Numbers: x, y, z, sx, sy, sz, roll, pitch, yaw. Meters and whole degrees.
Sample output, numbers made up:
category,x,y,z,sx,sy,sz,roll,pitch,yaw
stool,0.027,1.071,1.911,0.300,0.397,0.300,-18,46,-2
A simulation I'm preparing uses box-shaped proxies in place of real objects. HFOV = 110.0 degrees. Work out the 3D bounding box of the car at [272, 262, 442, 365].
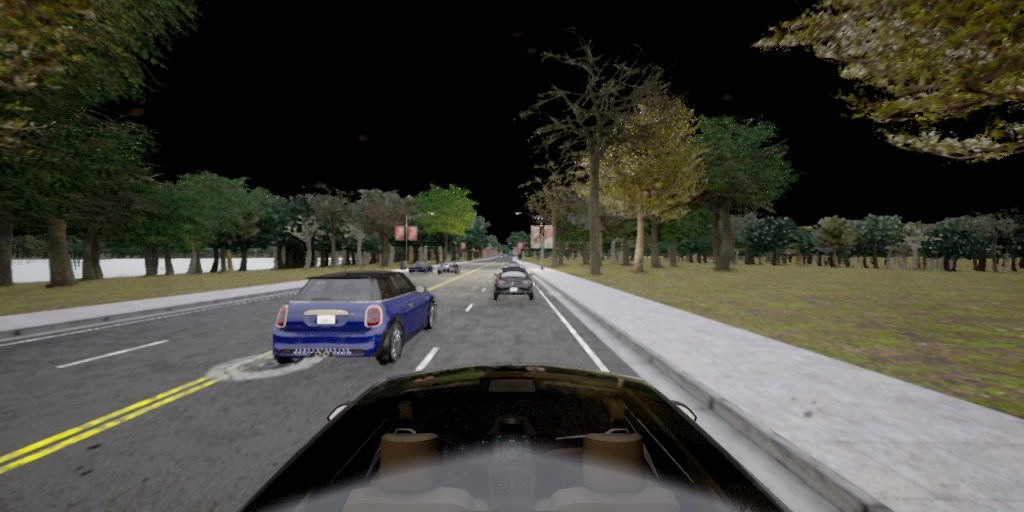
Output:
category,x,y,z,sx,sy,sz,roll,pitch,yaw
car,-3.160,1.101,8.215,2.097,1.767,4.553,0,0,0

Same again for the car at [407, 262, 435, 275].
category,x,y,z,sx,sy,sz,roll,pitch,yaw
car,-9.919,1.355,39.417,1.895,1.301,4.718,0,0,0

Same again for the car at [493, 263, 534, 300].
category,x,y,z,sx,sy,sz,roll,pitch,yaw
car,0.067,1.273,17.634,1.812,1.442,4.674,0,0,0

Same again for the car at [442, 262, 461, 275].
category,x,y,z,sx,sy,sz,roll,pitch,yaw
car,-6.678,1.318,38.393,1.994,1.385,4.181,0,0,0
